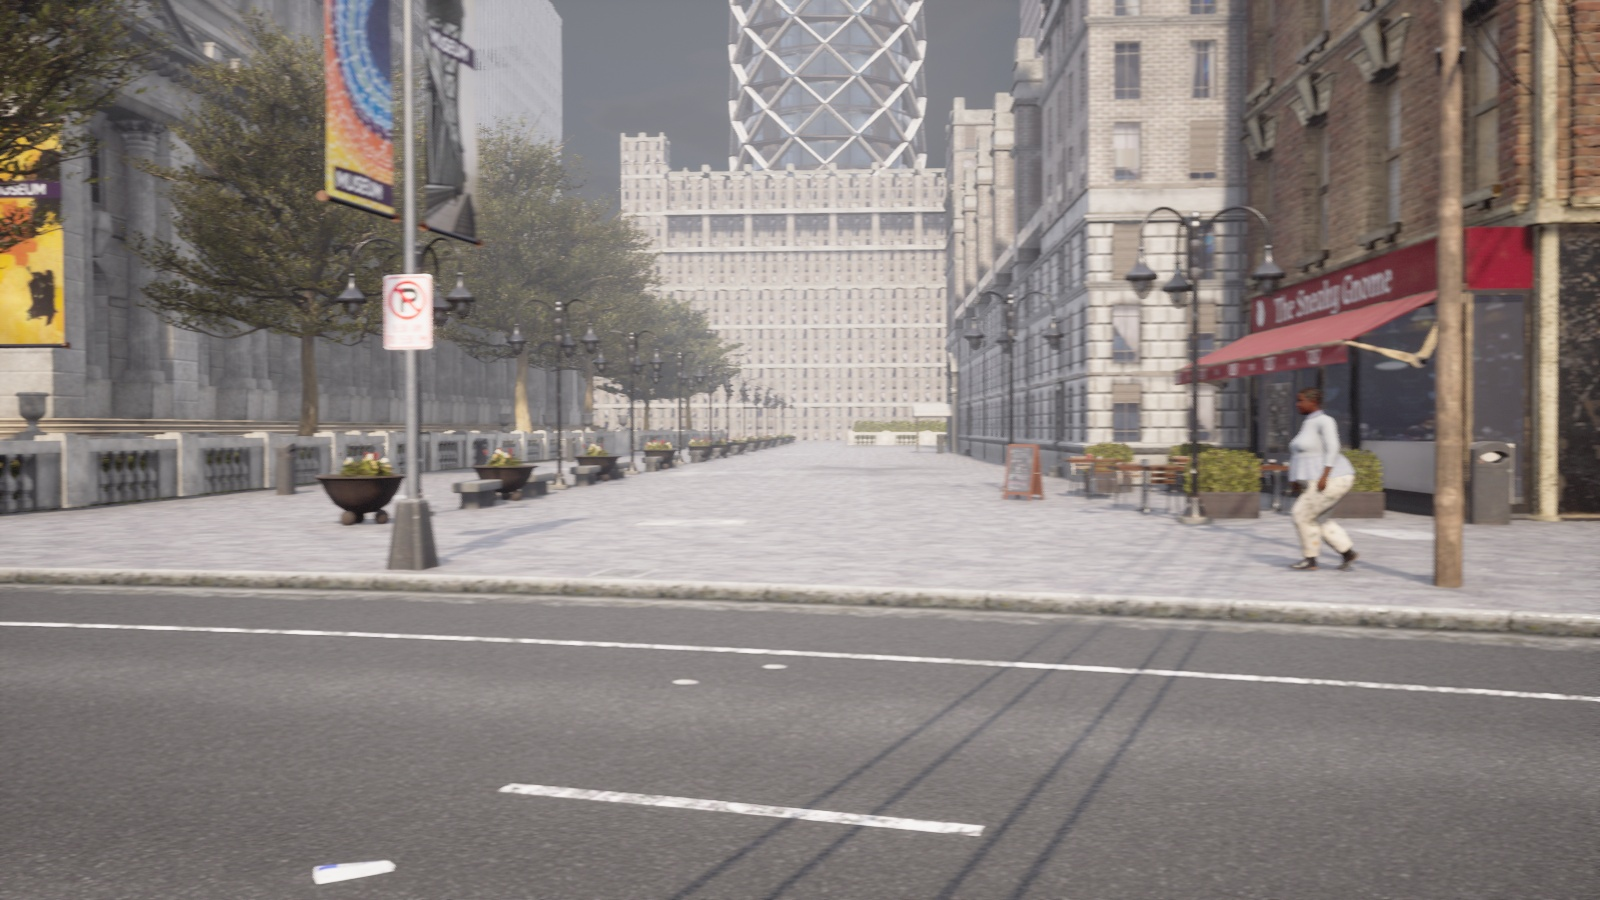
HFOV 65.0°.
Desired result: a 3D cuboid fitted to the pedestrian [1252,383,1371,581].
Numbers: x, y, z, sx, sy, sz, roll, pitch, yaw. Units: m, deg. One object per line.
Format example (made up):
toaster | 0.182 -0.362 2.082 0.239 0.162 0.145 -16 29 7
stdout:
pedestrian | 4.963 0.293 12.241 0.900 1.855 0.874 0 1 10
